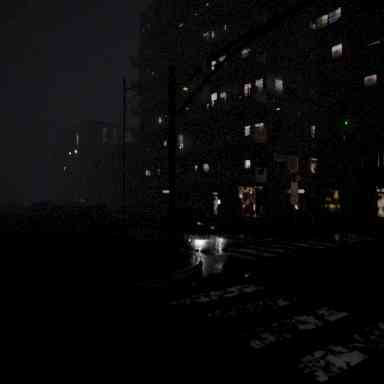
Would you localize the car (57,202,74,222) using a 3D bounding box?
[{"bbox_3d":[-10.636,1.931,30.691,1.752,1.417,4.829,-1,0,-35],"label":"car"}]

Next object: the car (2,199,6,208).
[{"bbox_3d":[-36.380,2.538,66.828,1.887,1.381,4.507,-1,0,-35],"label":"car"}]

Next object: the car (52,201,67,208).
[{"bbox_3d":[-26.546,2.456,66.606,1.887,1.381,4.507,-1,0,-35],"label":"car"}]

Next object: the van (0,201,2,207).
[{"bbox_3d":[-39.589,2.407,71.328,1.690,1.788,3.998,-1,0,-35],"label":"van"}]

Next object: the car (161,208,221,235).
[{"bbox_3d":[-0.200,1.744,20.486,1.812,1.442,4.674,0,-1,-35],"label":"car"}]

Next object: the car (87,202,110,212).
[{"bbox_3d":[-13.731,2.185,48.619,1.947,1.339,4.313,-1,0,-35],"label":"car"}]

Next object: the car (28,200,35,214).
[{"bbox_3d":[-20.353,2.069,44.329,1.967,1.590,4.097,-1,0,-35],"label":"car"}]

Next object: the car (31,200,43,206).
[{"bbox_3d":[-39.361,2.766,84.593,1.947,1.339,4.313,-1,0,-35],"label":"car"}]

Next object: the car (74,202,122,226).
[{"bbox_3d":[-7.530,1.773,26.330,1.967,1.590,4.097,-1,0,-35],"label":"car"}]

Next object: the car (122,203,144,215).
[{"bbox_3d":[-7.423,1.999,39.764,1.752,1.417,4.829,-1,0,-35],"label":"car"}]

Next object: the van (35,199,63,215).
[{"bbox_3d":[-17.149,1.897,39.830,1.690,1.788,3.998,-1,0,-35],"label":"van"}]

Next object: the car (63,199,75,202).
[{"bbox_3d":[-23.347,2.153,62.109,2.192,1.841,5.009,-1,0,-35],"label":"car"}]

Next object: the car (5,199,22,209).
[{"bbox_3d":[-33.176,2.361,62.328,1.967,1.590,4.097,-1,0,-35],"label":"car"}]

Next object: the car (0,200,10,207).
[{"bbox_3d":[-42.693,2.662,75.689,1.752,1.417,4.829,-1,0,-35],"label":"car"}]

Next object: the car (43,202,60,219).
[{"bbox_3d":[-13.939,2.032,35.329,2.008,1.369,4.403,-1,0,-35],"label":"car"}]
